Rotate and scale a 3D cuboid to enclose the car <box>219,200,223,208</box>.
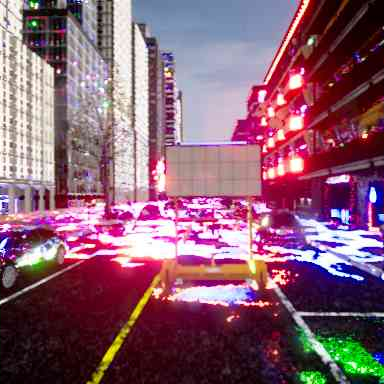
[{"bbox_3d":[5.282,1.991,47.686,2.008,1.369,4.403,0,-1,3],"label":"car"}]

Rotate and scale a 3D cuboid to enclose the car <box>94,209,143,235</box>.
[{"bbox_3d":[-4.538,1.753,20.330,1.752,1.417,4.829,0,-1,3],"label":"car"}]

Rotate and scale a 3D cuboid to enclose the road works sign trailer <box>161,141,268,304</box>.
[{"bbox_3d":[0.527,0.541,8.366,2.380,3.560,2.880,0,-1,3],"label":"road works sign trailer"}]

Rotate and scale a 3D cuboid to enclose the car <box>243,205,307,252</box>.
[{"bbox_3d":[3.550,1.557,14.538,1.967,1.590,4.097,0,-1,3],"label":"car"}]

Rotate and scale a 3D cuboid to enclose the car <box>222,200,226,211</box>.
[{"bbox_3d":[4.704,1.771,36.638,1.967,1.590,4.097,0,-1,3],"label":"car"}]

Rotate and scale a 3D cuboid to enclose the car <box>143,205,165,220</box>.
[{"bbox_3d":[-3.952,1.919,31.549,1.802,1.307,4.206,0,-1,3],"label":"car"}]

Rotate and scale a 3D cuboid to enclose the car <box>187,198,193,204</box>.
[{"bbox_3d":[-0.822,2.273,91.518,2.192,1.841,5.009,0,-1,3],"label":"car"}]

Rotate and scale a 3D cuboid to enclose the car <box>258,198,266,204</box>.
[{"bbox_3d":[17.592,2.021,77.558,4.403,1.369,2.008,-1,0,2],"label":"car"}]

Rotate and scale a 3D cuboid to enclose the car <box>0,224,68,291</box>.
[{"bbox_3d":[-5.107,1.670,9.449,1.887,1.381,4.507,0,-1,3],"label":"car"}]

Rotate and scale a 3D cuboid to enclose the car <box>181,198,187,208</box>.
[{"bbox_3d":[-2.509,2.157,59.174,1.887,1.381,4.507,0,-1,3],"label":"car"}]

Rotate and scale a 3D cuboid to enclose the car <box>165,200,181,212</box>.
[{"bbox_3d":[-3.095,2.024,47.954,1.752,1.417,4.829,0,-1,3],"label":"car"}]

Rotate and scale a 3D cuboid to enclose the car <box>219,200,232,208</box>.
[{"bbox_3d":[5.859,2.103,58.737,2.008,1.369,4.403,0,-1,3],"label":"car"}]

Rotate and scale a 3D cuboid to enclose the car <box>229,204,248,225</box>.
[{"bbox_3d":[4.128,1.805,25.587,1.802,1.307,4.206,0,-1,3],"label":"car"}]

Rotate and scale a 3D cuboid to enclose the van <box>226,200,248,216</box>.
[{"bbox_3d":[4.415,1.618,31.114,1.690,1.788,3.998,0,-1,3],"label":"van"}]
